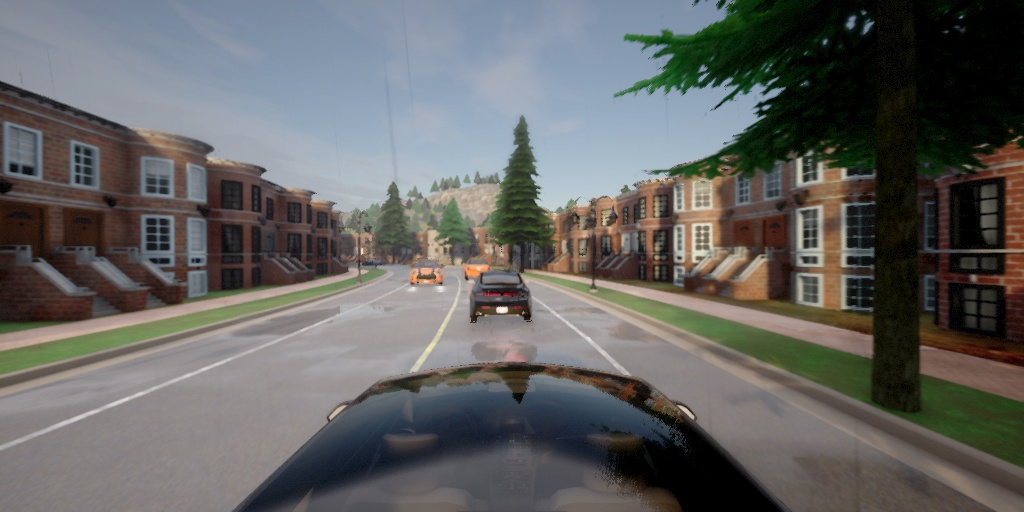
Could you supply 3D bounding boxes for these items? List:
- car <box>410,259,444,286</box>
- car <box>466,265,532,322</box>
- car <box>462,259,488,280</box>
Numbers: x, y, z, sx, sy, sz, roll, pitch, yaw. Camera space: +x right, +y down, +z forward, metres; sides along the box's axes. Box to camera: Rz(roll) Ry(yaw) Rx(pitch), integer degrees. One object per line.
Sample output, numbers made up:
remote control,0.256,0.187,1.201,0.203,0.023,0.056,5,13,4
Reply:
car,-5.743,1.024,24.521,2.097,1.767,4.553,0,0,-11
car,-0.446,1.213,12.175,1.837,1.490,4.892,0,0,-4
car,-2.988,0.995,29.719,2.097,1.767,4.553,0,0,-11
